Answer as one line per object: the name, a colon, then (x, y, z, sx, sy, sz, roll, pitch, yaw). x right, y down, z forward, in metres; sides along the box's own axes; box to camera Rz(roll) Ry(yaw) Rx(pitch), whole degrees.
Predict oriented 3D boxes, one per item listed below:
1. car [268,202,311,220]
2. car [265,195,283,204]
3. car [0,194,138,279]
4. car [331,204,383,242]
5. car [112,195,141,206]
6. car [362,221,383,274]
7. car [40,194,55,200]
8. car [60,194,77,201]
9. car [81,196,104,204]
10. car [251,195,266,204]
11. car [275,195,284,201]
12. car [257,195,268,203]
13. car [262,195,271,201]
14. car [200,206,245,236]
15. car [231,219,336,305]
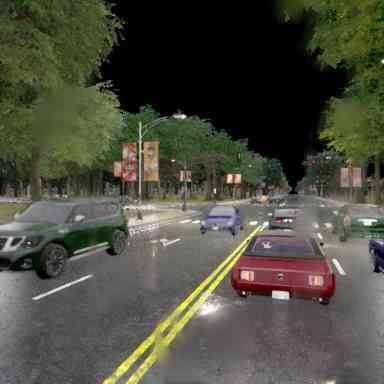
car: (4.964, 1.505, 17.073, 1.837, 1.490, 4.892, 0, 0, 17)
car: (15.546, 1.554, 62.574, 2.033, 1.411, 5.357, 0, 0, 18)
car: (-4.018, 1.221, 10.571, 2.150, 2.045, 5.566, 0, 0, 17)
car: (8.098, 1.352, 16.198, 2.097, 1.767, 4.553, 0, 0, 17)
car: (-10.847, 1.361, 54.682, 4.902, 1.511, 2.128, 0, 0, 41)
car: (5.477, 1.601, 7.599, 1.895, 1.301, 4.718, 0, 0, 17)
car: (-37.146, 1.253, 85.526, 4.181, 1.385, 1.994, 0, 0, 40)
car: (-29.273, 1.260, 78.865, 4.674, 1.442, 1.812, 0, 0, 40)
car: (-18.268, 1.423, 60.973, 4.718, 1.301, 1.895, 0, 0, 41)
car: (12.473, 1.554, 63.623, 2.033, 1.411, 5.357, 0, 0, 18)
car: (21.707, 1.489, 82.276, 1.882, 1.535, 5.008, 0, 0, 17)
car: (15.442, 1.486, 73.059, 1.882, 1.535, 5.008, 0, 0, 17)
car: (18.487, 1.535, 82.863, 1.812, 1.442, 4.674, 0, 0, 17)
car: (1.827, 1.526, 18.611, 1.812, 1.442, 4.674, 0, 0, 17)
car: (2.270, 1.601, 8.215, 1.895, 1.301, 4.718, 0, 0, 17)
